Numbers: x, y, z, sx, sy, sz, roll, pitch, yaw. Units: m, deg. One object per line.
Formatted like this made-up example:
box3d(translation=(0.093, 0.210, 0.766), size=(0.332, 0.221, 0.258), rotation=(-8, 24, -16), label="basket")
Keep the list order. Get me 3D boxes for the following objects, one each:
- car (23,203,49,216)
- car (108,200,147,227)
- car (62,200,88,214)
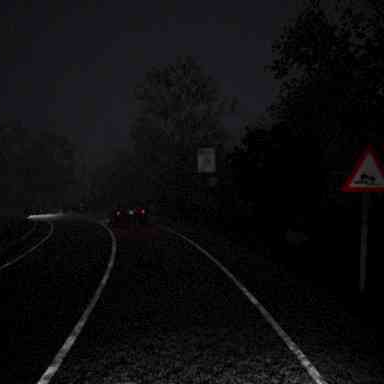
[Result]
box3d(translation=(-18.695, 2.067, 39.704), size=(1.994, 1.385, 4.181), rotation=(-4, 1, -41), label="car")
box3d(translation=(-4.549, 1.338, 22.967), size=(2.097, 1.767, 4.553), rotation=(-2, 1, -20), label="car")
box3d(translation=(-13.894, 1.708, 39.277), size=(2.128, 1.511, 4.902), rotation=(-4, 1, -38), label="car")
